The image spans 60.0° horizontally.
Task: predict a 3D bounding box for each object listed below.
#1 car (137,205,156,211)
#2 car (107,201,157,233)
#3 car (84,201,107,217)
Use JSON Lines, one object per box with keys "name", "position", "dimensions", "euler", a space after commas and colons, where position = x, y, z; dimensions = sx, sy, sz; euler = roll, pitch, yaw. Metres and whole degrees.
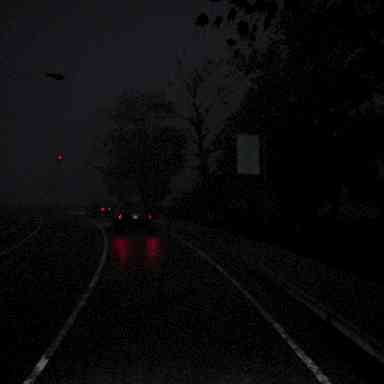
{"name": "car", "position": [-12.094, 4.278, 88.204], "dimensions": [4.792, 1.488, 2.163], "euler": [-5, -7, 32]}
{"name": "car", "position": [-3.632, 1.352, 19.624], "dimensions": [2.097, 1.767, 4.553], "euler": [2, 0, -18]}
{"name": "car", "position": [-8.339, 1.489, 30.506], "dimensions": [2.033, 1.411, 5.357], "euler": [3, -1, -32]}
